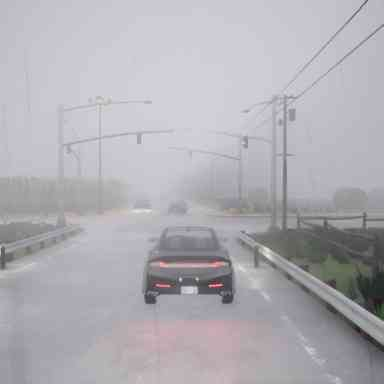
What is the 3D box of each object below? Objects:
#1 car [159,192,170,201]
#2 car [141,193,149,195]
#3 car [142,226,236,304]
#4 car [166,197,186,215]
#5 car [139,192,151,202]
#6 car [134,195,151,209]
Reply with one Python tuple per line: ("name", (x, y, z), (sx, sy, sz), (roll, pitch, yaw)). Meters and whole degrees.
("car", (-5.636, 0.804, 67.544), (2.097, 1.767, 4.553), (0, 1, -5))
("car", (-7.389, 1.267, 51.452), (1.812, 1.442, 4.674), (0, 1, -7))
("car", (-0.091, 1.611, 8.377), (2.128, 1.511, 4.902), (0, -2, -1))
("car", (-1.603, 1.561, 35.199), (1.812, 1.442, 4.674), (1, 1, 0))
("car", (-8.641, 0.913, 61.491), (2.097, 1.767, 4.553), (0, 1, -7))
("car", (-6.324, 1.461, 42.854), (1.994, 1.385, 4.181), (0, 1, -7))
